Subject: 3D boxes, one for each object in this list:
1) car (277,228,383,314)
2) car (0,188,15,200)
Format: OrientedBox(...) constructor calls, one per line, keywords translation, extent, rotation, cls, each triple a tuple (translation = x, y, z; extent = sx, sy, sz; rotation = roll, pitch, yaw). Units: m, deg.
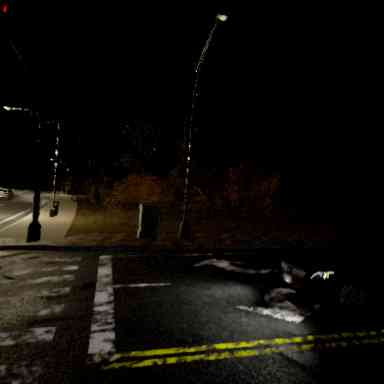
OrientedBox(translation=(4.215, 1.557, 7.342), extent=(4.674, 1.442, 1.812), rotation=(2, 1, -14), cls="car")
OrientedBox(translation=(-24.162, 0.266, 43.076), extent=(1.812, 1.442, 4.674), rotation=(4, 0, -19), cls="car")
